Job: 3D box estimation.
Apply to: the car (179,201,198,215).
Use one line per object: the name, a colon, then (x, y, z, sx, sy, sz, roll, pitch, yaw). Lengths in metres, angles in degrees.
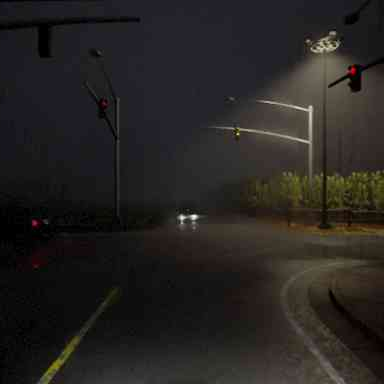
car: (-0.454, 1.609, 35.012, 1.994, 1.385, 4.181, 0, 0, -3)

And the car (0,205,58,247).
car: (-8.512, 1.360, 14.867, 4.553, 1.767, 2.097, 1, -1, 6)
